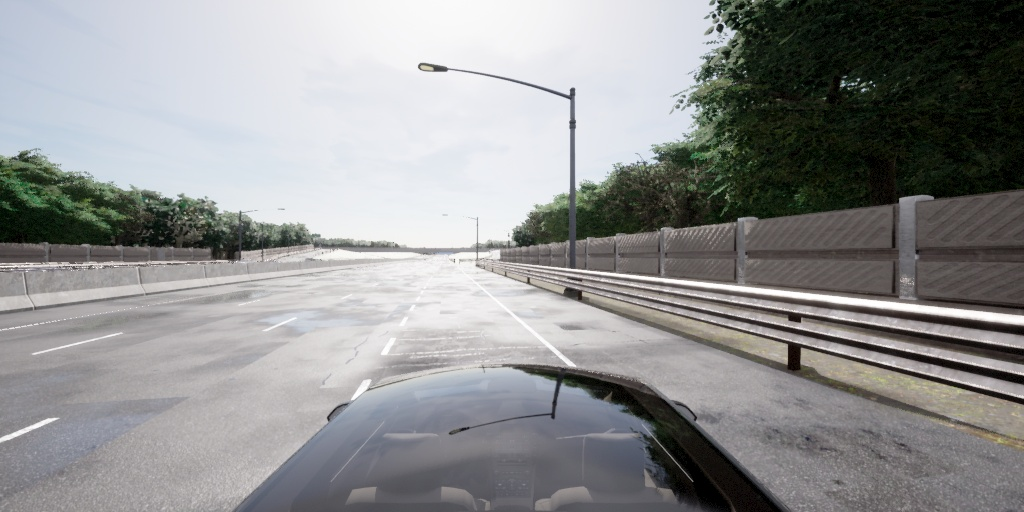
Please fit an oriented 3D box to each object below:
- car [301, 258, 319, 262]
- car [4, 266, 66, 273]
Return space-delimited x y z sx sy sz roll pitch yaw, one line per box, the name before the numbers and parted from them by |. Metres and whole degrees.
car | -31.141 1.153 55.305 2.097 1.767 4.553 0 0 -10
car | -28.503 1.319 21.370 1.994 1.385 4.181 0 0 -11
